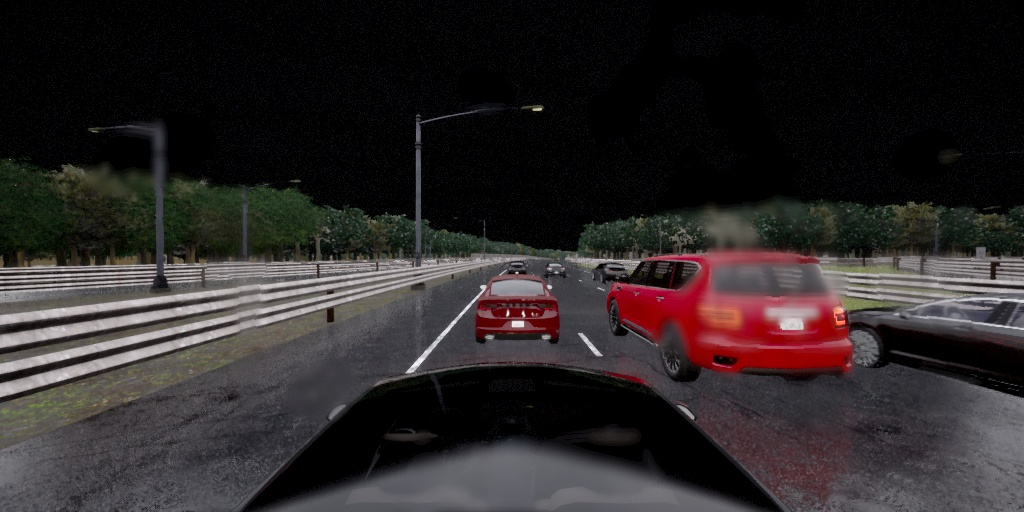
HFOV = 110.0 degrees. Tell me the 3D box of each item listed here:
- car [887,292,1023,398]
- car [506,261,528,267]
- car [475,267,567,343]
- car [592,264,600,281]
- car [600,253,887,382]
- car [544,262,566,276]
[{"bbox_3d":[7.110,1.242,4.900,2.128,1.511,4.902,0,0,0],"label":"car"},{"bbox_3d":[0.515,1.257,34.688,1.837,1.490,4.892,0,0,1],"label":"car"},{"bbox_3d":[0.120,1.227,9.720,1.882,1.535,5.008,0,0,0],"label":"car"},{"bbox_3d":[7.342,1.257,27.143,1.837,1.490,4.892,0,0,1],"label":"car"},{"bbox_3d":[3.608,0.971,7.282,2.150,2.045,5.566,0,0,0],"label":"car"},{"bbox_3d":[3.993,1.279,33.897,1.812,1.442,4.674,0,0,2],"label":"car"}]
